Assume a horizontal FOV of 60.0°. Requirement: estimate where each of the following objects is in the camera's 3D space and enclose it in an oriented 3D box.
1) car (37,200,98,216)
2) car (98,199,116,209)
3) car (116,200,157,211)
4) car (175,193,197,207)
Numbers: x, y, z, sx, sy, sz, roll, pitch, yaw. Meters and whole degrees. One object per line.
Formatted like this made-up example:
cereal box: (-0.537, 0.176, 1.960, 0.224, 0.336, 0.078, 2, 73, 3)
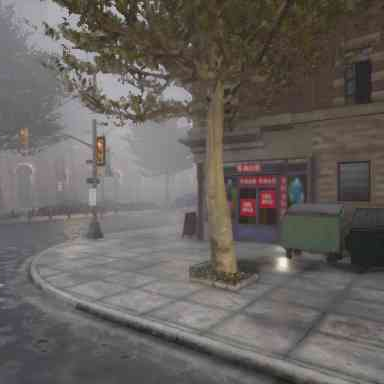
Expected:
car: (-12.499, 1.547, 33.152, 2.033, 1.411, 5.357, 0, 0, 36)
car: (-11.998, 1.595, 45.119, 1.895, 1.301, 4.718, 0, 0, 36)
car: (-6.600, 1.601, 41.234, 1.895, 1.301, 4.718, 0, 0, 36)
car: (-0.258, 1.221, 49.902, 2.150, 2.045, 5.566, 0, 0, 36)
